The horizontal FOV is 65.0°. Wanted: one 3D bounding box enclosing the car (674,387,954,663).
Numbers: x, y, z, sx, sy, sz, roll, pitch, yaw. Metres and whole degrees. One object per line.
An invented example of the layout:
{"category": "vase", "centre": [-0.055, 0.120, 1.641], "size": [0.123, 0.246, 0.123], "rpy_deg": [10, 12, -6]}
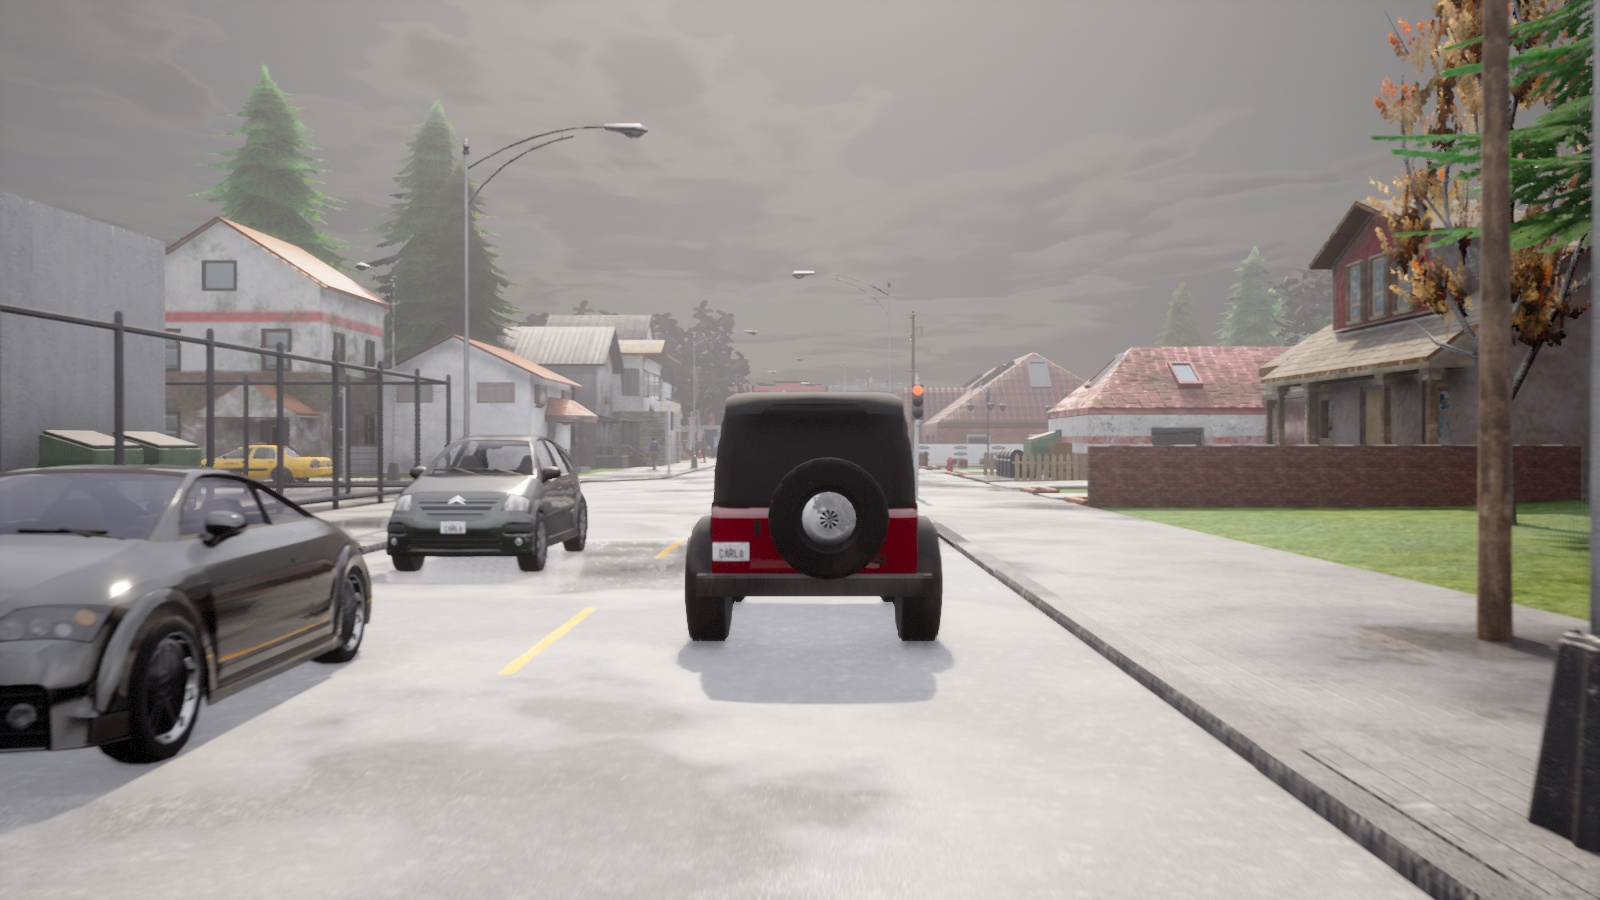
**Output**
{"category": "car", "centre": [0.108, 0.490, 10.485], "size": [1.905, 1.878, 3.866], "rpy_deg": [0, 1, 0]}

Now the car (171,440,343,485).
{"category": "car", "centre": [-19.326, 0.438, 44.826], "size": [5.366, 1.575, 1.801], "rpy_deg": [0, 0, 0]}

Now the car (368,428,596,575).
{"category": "car", "centre": [-3.850, 0.559, 15.903], "size": [1.851, 1.617, 3.988], "rpy_deg": [0, 0, 0]}

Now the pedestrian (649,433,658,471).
{"category": "pedestrian", "centre": [-7.688, 0.110, 65.884], "size": [0.423, 1.949, 0.788], "rpy_deg": [0, 0, -8]}

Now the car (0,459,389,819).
{"category": "car", "centre": [-3.977, 0.771, 7.100], "size": [1.994, 1.385, 4.181], "rpy_deg": [0, 0, -1]}
